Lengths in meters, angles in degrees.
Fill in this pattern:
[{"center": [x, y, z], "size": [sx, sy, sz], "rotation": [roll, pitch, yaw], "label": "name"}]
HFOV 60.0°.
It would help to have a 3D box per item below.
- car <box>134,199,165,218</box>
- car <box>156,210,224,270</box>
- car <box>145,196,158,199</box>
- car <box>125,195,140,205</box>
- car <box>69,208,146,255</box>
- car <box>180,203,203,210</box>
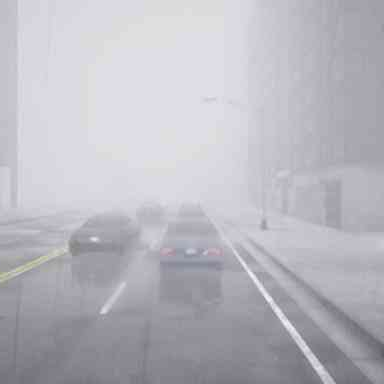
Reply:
[{"center": [-3.274, 1.541, 27.342], "size": [1.895, 1.301, 4.718], "rotation": [0, 0, 0], "label": "car"}, {"center": [-0.004, 1.525, 10.836], "size": [2.033, 1.411, 5.357], "rotation": [0, 0, 1], "label": "car"}, {"center": [-6.676, 1.348, 55.768], "size": [2.128, 1.511, 4.902], "rotation": [0, 0, 0], "label": "car"}, {"center": [-9.927, 1.363, 55.712], "size": [1.837, 1.490, 4.892], "rotation": [0, 0, 0], "label": "car"}, {"center": [-3.232, 1.538, 13.103], "size": [1.994, 1.385, 4.181], "rotation": [0, 0, 0], "label": "car"}, {"center": [-0.025, 1.541, 27.351], "size": [1.895, 1.301, 4.718], "rotation": [0, 0, 0], "label": "car"}]
